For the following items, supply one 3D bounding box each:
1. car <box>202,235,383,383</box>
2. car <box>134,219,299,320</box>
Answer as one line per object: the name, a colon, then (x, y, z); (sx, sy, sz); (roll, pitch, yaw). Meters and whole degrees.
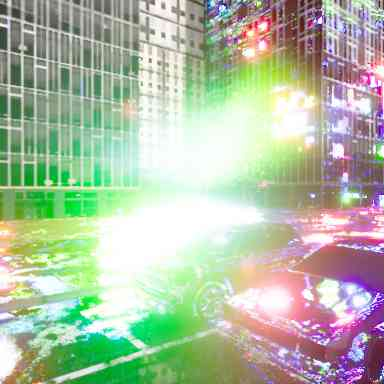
car: (2.961, 1.527, 5.435); (5.357, 1.411, 2.033); (0, 0, -35)
car: (0.806, 1.422, 7.138); (4.097, 1.590, 1.967); (0, 0, -36)
